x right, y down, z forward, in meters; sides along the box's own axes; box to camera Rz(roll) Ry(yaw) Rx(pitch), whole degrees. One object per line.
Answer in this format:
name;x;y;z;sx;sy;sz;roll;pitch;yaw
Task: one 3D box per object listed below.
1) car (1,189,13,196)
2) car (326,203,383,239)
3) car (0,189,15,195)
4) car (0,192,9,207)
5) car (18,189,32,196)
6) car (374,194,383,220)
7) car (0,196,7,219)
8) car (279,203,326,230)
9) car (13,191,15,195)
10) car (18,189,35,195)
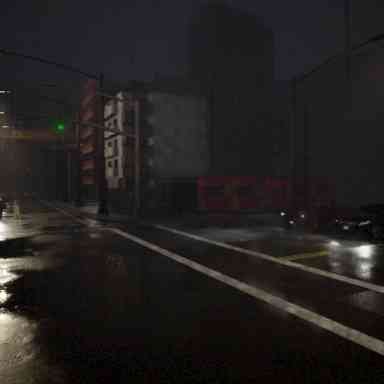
car;-26.059;0.732;45.444;2.128;1.511;4.902;-1;1;-27
car;8.715;1.264;15.489;4.674;1.442;1.812;0;1;-28
car;-42.500;0.037;76.032;1.853;1.218;4.536;0;1;-3
car;-19.262;1.015;32.626;1.994;1.385;4.181;-1;1;-28
car;-38.681;0.143;77.670;4.974;1.542;2.038;1;1;42
car;14.953;1.020;22.846;4.553;1.767;2.097;0;1;-28
car;-14.481;1.199;23.645;1.895;1.301;4.718;-1;1;-28
car;7.184;1.286;18.622;4.718;1.301;1.895;0;1;-29
car;-42.496;0.196;75.983;2.038;1.542;4.974;0;1;-3
car;-38.720;-0.015;77.701;4.536;1.218;1.853;1;1;42
